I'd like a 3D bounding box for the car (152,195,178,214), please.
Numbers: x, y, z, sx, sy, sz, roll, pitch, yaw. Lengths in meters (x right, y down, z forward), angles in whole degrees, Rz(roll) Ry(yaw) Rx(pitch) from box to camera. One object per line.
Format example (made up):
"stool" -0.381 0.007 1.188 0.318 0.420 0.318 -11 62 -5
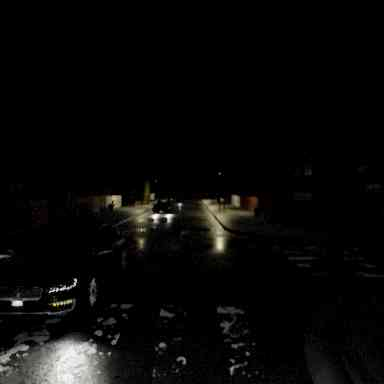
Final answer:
"car" -2.770 1.340 32.665 2.033 1.411 5.357 0 0 0

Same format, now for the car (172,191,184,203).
"car" -2.784 1.127 57.060 1.837 1.490 4.892 0 1 0

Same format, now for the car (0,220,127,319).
"car" -2.749 1.480 7.660 1.837 1.490 4.892 0 0 0
